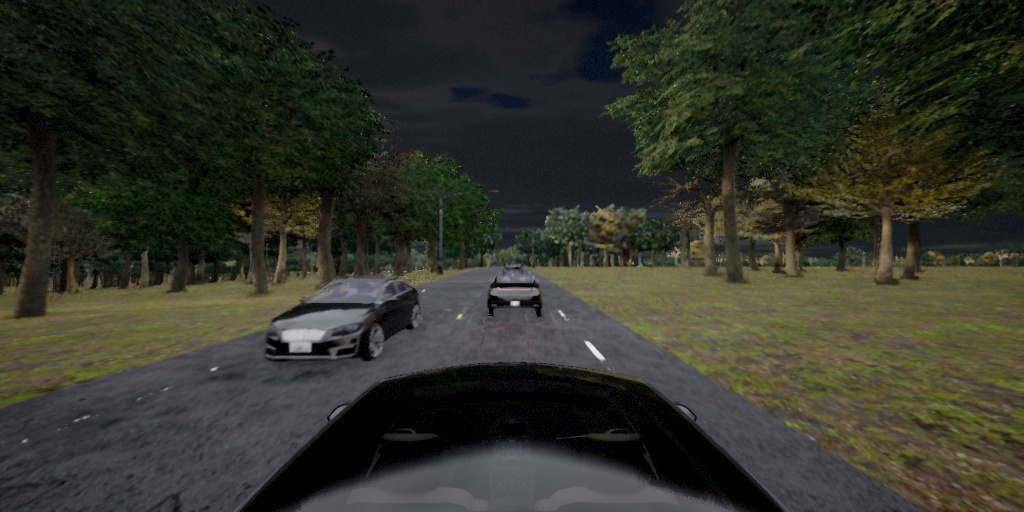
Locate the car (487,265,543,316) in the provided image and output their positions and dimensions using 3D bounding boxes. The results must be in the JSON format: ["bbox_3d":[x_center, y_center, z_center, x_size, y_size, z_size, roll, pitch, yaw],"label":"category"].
[{"bbox_3d":[0.096,1.272,13.555,2.128,1.511,4.902,0,0,0],"label":"car"}]

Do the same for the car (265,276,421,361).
[{"bbox_3d":[-3.501,1.255,8.388,2.128,1.511,4.902,0,0,0],"label":"car"}]

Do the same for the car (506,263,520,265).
[{"bbox_3d":[0.100,1.409,33.458,2.128,1.511,4.902,0,-1,0],"label":"car"}]
